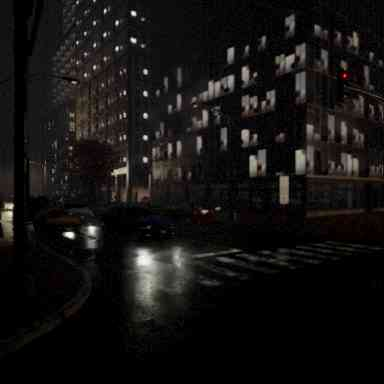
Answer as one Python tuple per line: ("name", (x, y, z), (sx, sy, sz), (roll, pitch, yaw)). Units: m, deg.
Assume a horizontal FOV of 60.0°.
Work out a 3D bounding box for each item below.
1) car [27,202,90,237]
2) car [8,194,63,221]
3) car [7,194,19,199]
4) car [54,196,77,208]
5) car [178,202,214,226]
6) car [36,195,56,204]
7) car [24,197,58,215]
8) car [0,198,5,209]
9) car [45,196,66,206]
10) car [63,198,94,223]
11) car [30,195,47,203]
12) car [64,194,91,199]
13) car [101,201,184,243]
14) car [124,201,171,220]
("car", (-7.219, 1.439, 17.632), (1.752, 1.417, 4.829), (1, 0, -36))
("car", (-10.667, 1.202, 22.355), (2.192, 1.841, 5.009), (1, 0, -36))
("car", (-44.292, 1.074, 82.174), (1.947, 1.339, 4.313), (1, 0, -36))
("car", (-17.428, 1.316, 45.787), (1.752, 1.417, 4.829), (1, 0, -36))
("car", (-0.369, 1.371, 22.900), (1.967, 1.590, 4.097), (1, 0, -36))
("car", (-24.068, 1.279, 54.780), (2.008, 1.369, 4.403), (1, 0, -36))
("car", (-14.830, 1.333, 32.531), (2.128, 1.511, 4.902), (0, 0, -36))
("car", (-24.072, 1.318, 40.677), (1.887, 1.381, 4.507), (1, 0, -36))
("car", (-20.698, 1.305, 50.215), (1.887, 1.381, 4.507), (1, 0, -36))
("car", (-8.651, 1.418, 24.137), (1.812, 1.442, 4.674), (0, 0, -36))
("car", (-27.540, 1.219, 59.484), (1.752, 1.417, 4.829), (1, 0, -36))
("car", (-13.955, 1.136, 41.086), (2.192, 1.841, 5.009), (1, 0, -36))
("car", (-2.723, 1.414, 16.118), (1.882, 1.535, 5.008), (0, 0, -38))
("car", (-3.767, 1.456, 27.450), (2.008, 1.369, 4.403), (1, 0, -36))
